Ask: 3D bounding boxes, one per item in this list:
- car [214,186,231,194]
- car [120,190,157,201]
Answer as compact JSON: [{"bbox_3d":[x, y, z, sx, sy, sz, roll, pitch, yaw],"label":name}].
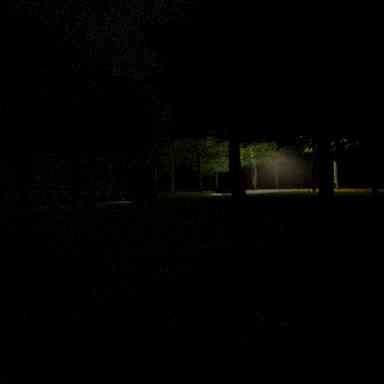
[{"bbox_3d":[5.902,-0.360,61.396,1.994,1.385,4.181,-1,1,38],"label":"car"},{"bbox_3d":[-7.139,0.409,44.628,2.033,1.411,5.357,-1,2,38],"label":"car"}]
